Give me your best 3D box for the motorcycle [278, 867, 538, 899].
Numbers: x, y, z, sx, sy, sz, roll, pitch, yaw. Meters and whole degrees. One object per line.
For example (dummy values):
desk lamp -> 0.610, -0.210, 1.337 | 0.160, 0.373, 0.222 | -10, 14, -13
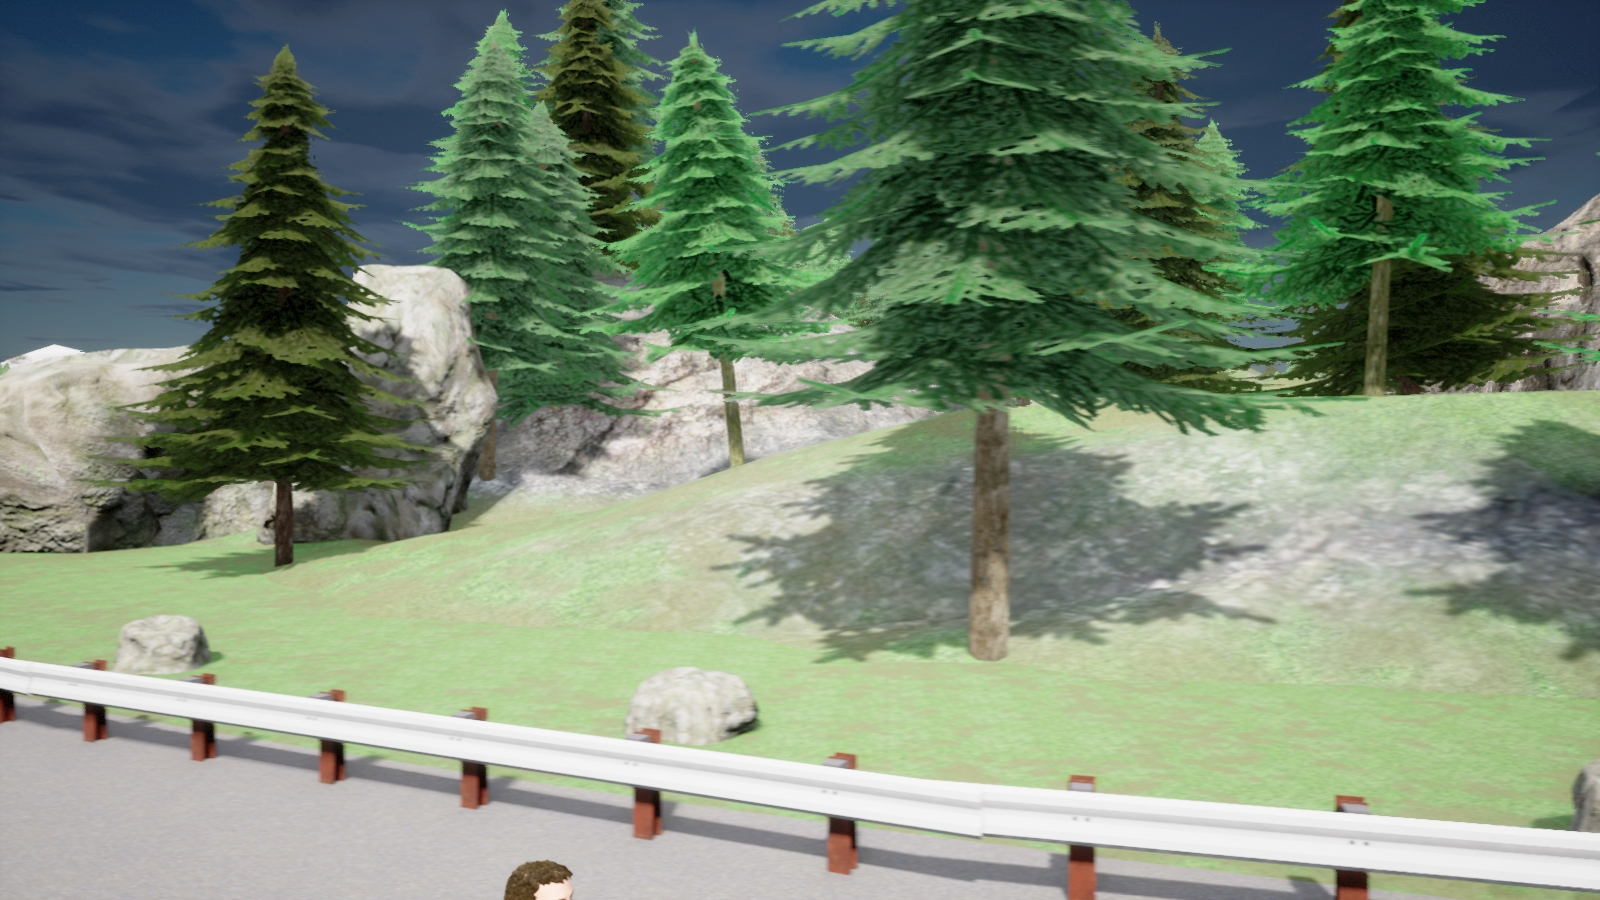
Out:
motorcycle -> -0.898, 2.176, 3.546 | 2.033, 1.217, 0.803 | 0, -1, 22
